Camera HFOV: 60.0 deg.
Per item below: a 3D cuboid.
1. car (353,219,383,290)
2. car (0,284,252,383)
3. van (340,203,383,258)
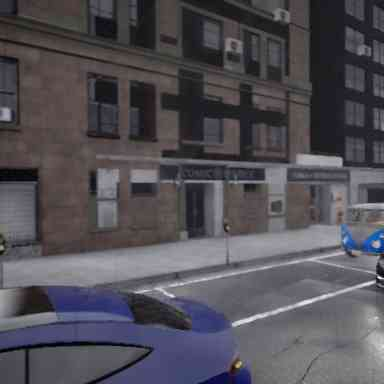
[{"bbox_3d":[6.046,1.420,7.462,4.902,1.511,2.128,0,1,-34],"label":"car"},{"bbox_3d":[-1.669,1.511,2.240,4.674,1.442,1.812,0,0,-33],"label":"car"},{"bbox_3d":[6.555,1.242,10.916,3.998,1.788,1.690,0,0,-34],"label":"van"}]
